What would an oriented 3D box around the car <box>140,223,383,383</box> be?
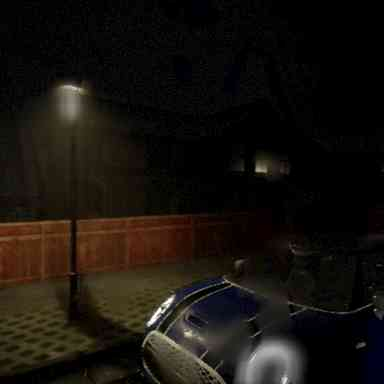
[{"bbox_3d":[1.641,1.360,4.244,4.553,1.767,2.097,0,0,-36],"label":"car"}]
